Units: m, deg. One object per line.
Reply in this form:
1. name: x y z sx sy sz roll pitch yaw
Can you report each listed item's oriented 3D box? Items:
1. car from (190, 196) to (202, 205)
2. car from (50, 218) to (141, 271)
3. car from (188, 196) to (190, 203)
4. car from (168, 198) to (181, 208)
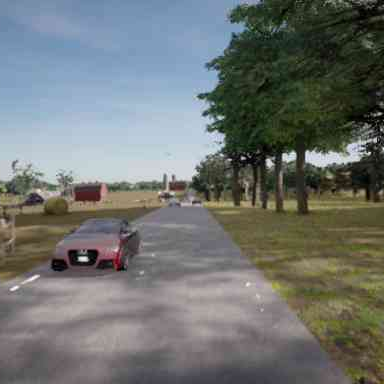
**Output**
1. car: 0.984 1.898 67.609 1.837 1.490 4.892 0 -1 0
2. car: -2.845 1.558 10.677 1.994 1.385 4.181 0 0 0
3. car: 0.027 2.088 86.231 1.812 1.442 4.674 0 -1 0
4. car: -2.799 1.713 52.951 1.812 1.442 4.674 0 -1 0
